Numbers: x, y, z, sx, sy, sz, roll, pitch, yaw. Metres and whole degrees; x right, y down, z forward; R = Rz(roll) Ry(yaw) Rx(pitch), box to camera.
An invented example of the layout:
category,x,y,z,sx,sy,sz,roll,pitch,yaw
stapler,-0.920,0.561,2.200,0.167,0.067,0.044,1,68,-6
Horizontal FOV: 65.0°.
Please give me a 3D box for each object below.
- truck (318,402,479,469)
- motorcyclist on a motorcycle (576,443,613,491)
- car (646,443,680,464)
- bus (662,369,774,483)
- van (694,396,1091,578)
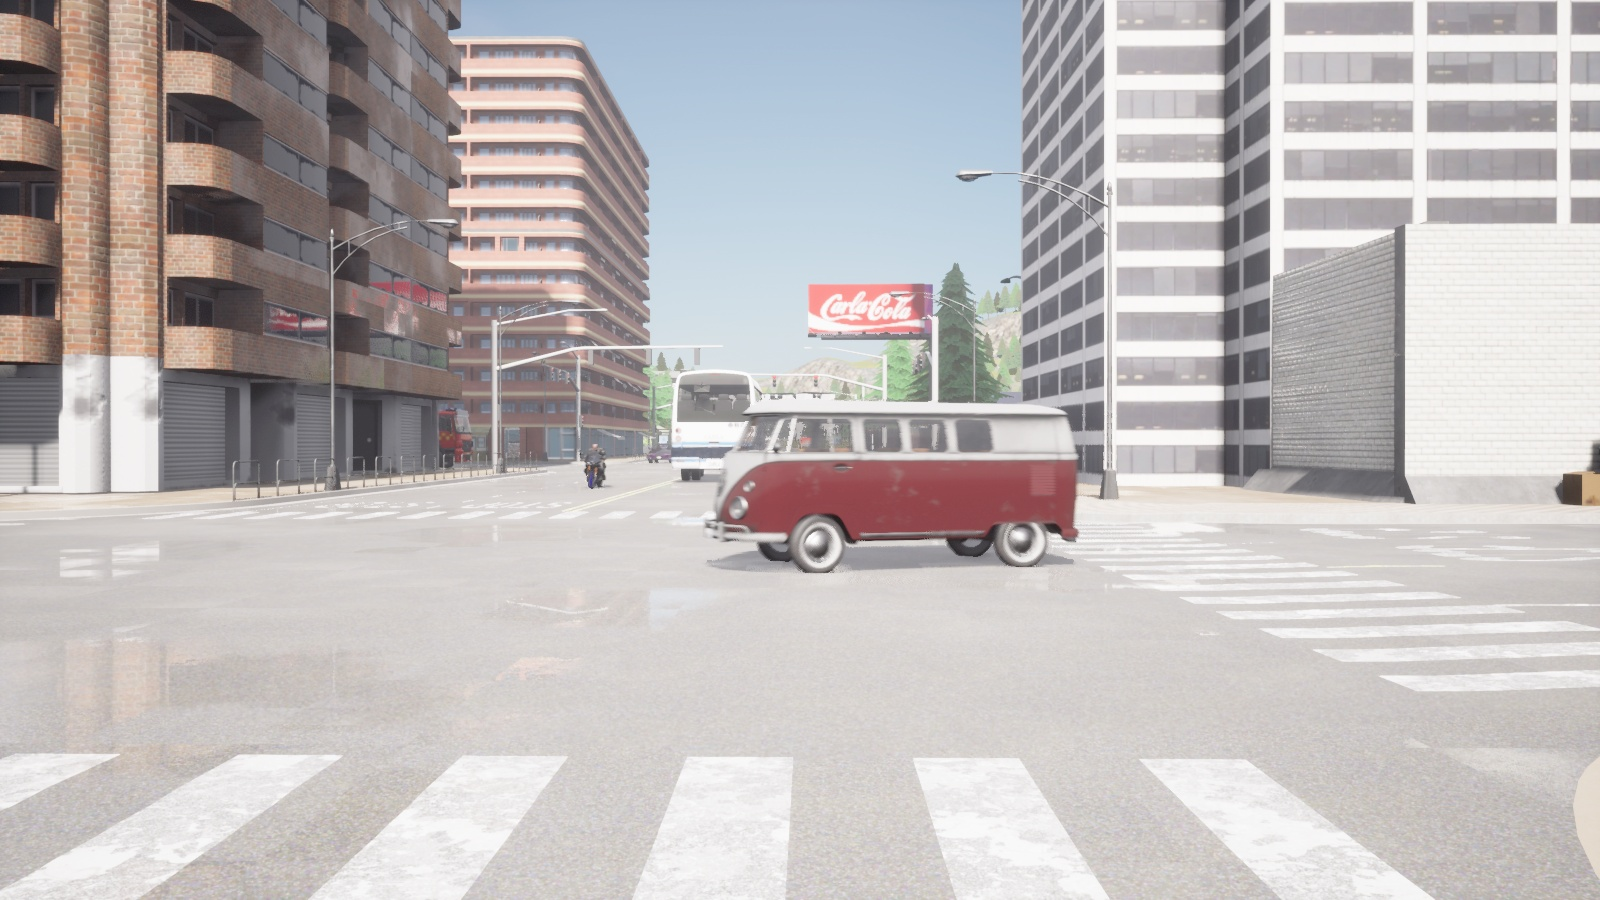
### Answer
category,x,y,z,sx,sy,sz,roll,pitch,yaw
truck,-23.283,-0.850,73.108,8.468,3.827,2.891,0,0,1
motorcyclist on a motorcycle,-6.745,0.543,41.331,0.866,1.530,2.191,0,0,0
car,-10.047,0.232,92.148,1.816,1.474,4.193,0,0,3
bus,-3.180,-0.928,52.331,3.944,4.253,10.273,0,0,0
van,1.093,0.404,15.202,4.442,1.987,1.775,0,0,-17
